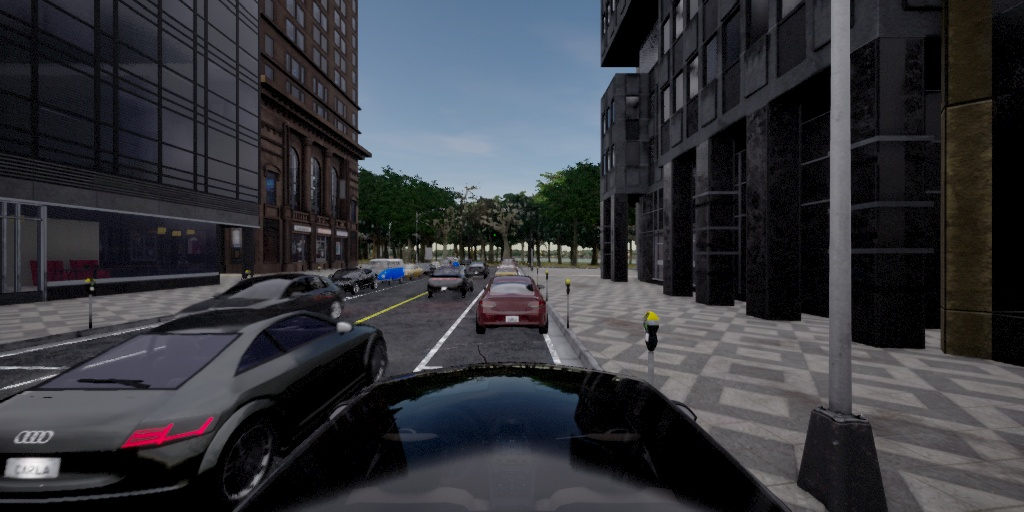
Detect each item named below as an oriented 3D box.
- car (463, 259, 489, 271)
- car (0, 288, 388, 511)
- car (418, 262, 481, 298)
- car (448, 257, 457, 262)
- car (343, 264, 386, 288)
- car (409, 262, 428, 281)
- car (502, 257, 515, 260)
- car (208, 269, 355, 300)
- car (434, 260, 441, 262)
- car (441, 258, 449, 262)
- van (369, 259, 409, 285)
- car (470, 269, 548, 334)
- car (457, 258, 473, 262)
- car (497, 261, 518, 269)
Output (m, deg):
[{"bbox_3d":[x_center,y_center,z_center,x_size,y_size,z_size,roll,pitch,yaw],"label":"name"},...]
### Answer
[{"bbox_3d":[-3.156,1.281,33.567,1.812,1.442,4.674,0,0,0],"label":"car"},{"bbox_3d":[-3.045,1.314,4.286,1.994,1.385,4.181,0,0,0],"label":"car"},{"bbox_3d":[-3.045,1.244,18.517,2.128,1.511,4.902,0,0,0],"label":"car"},{"bbox_3d":[-8.908,1.201,47.173,1.967,1.591,4.097,0,0,0],"label":"car"},{"bbox_3d":[-8.908,1.317,19.986,1.948,1.339,4.313,0,0,0],"label":"car"},{"bbox_3d":[-8.908,1.280,30.691,1.751,1.417,4.829,0,0,0],"label":"car"},{"bbox_3d":[-0.383,1.196,36.298,1.967,1.591,4.097,0,0,0],"label":"car"},{"bbox_3d":[-6.246,1.255,9.513,1.837,1.490,4.892,0,0,0],"label":"car"},{"bbox_3d":[-8.908,1.322,36.298,1.948,1.339,4.313,0,0,0],"label":"car"},{"bbox_3d":[-8.908,1.284,41.566,1.751,1.417,4.829,0,0,0],"label":"car"},{"bbox_3d":[-8.908,1.093,25.423,1.690,1.789,3.998,0,0,0],"label":"van"},{"bbox_3d":[0.003,1.276,10.500,1.812,1.442,4.674,0,0,0],"label":"car"},{"bbox_3d":[-6.145,0.973,49.965,1.895,1.301,4.718,0,0,0],"label":"car"},{"bbox_3d":[-0.383,1.278,25.593,1.751,1.417,4.829,0,0,0],"label":"car"}]
